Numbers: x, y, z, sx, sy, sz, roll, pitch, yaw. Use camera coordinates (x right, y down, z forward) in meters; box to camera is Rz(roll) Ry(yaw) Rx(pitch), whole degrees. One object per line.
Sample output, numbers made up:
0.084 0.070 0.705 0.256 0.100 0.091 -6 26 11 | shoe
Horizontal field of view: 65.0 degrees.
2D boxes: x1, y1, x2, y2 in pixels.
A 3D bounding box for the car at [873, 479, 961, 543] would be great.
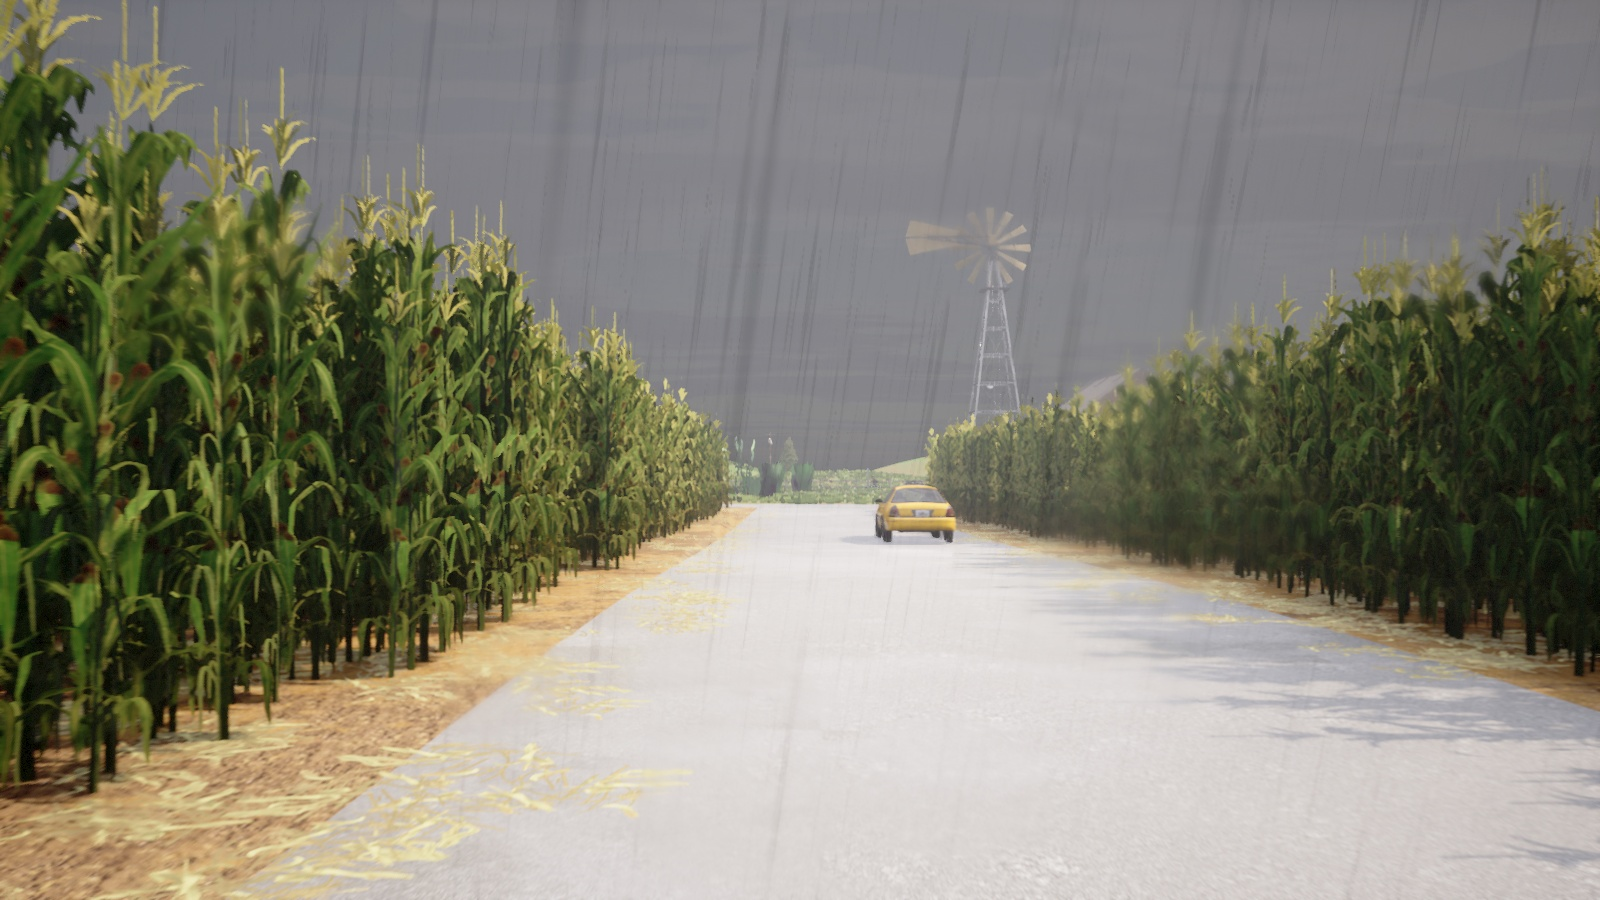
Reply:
3.019 1.572 33.409 1.801 1.575 5.366 0 -2 0 | car
